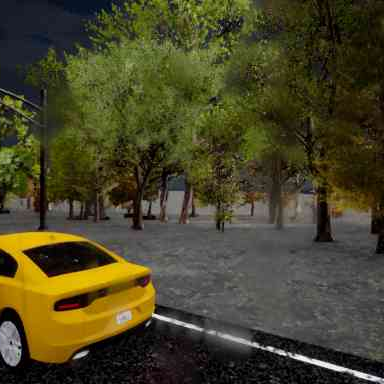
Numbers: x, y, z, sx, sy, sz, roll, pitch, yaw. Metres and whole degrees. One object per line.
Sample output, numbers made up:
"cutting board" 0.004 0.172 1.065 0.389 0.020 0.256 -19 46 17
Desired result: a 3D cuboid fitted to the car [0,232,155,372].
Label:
"car" -2.900 1.444 5.749 5.008 1.535 1.882 1 0 35
